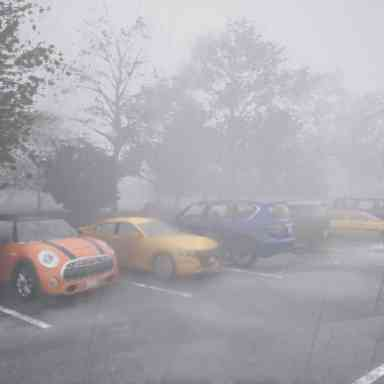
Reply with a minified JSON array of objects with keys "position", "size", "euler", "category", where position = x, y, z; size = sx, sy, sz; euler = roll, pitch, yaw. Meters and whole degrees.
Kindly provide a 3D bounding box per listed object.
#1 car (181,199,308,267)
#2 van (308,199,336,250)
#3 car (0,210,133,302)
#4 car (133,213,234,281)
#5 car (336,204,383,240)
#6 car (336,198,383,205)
[{"position":[0.849,1.292,11.827],"size":[5.566,2.045,2.435],"euler":[-1,-1,34],"category":"car"},{"position":[3.185,1.338,13.590],"size":[4.442,1.987,1.878],"euler":[-1,-1,35],"category":"van"},{"position":[-3.967,1.374,8.385],"size":[4.553,1.767,2.185],"euler":[-1,-1,34],"category":"car"},{"position":[-1.535,1.522,10.095],"size":[5.008,1.535,2.097],"euler":[-1,-1,34],"category":"car"},{"position":[8.260,1.594,16.879],"size":[5.366,1.575,1.946],"euler":[-1,-1,34],"category":"car"},{"position":[10.537,1.364,18.680],"size":[5.566,2.045,2.435],"euler":[-1,-1,35],"category":"car"}]
